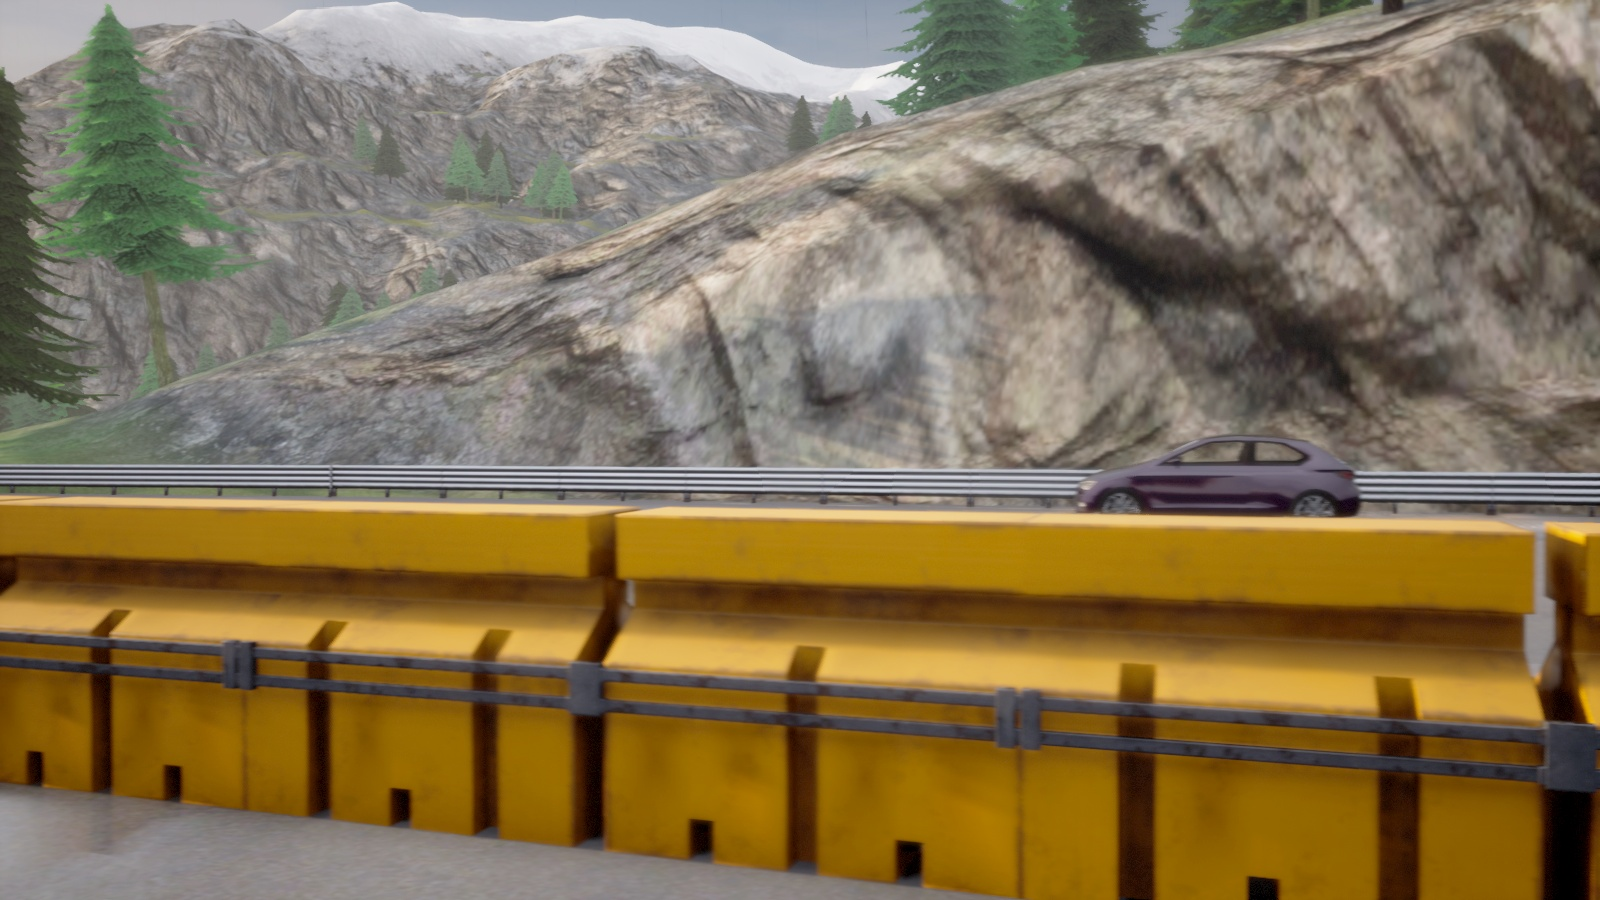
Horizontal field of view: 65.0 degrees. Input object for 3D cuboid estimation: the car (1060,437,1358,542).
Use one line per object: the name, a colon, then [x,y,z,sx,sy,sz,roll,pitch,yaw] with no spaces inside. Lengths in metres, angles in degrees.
car: [6.290,0.551,19.540,4.193,1.474,1.816,1,1,19]
